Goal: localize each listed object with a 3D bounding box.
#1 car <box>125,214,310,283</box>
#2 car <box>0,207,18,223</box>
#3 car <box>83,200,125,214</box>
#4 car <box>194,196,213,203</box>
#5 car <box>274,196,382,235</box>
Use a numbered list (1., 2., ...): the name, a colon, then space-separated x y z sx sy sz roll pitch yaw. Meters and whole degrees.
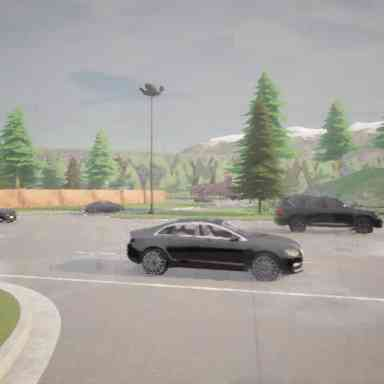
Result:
1. car: 0.555 1.494 9.394 4.902 1.511 2.128 0 0 13
2. car: -14.894 1.477 23.609 5.008 1.535 1.882 0 0 13
3. car: -9.211 1.566 34.968 4.181 1.385 1.994 0 0 -27
4. car: 2.316 1.575 69.954 4.181 1.385 1.994 0 0 45
5. car: 7.415 1.228 18.619 5.566 2.045 2.150 0 0 13
